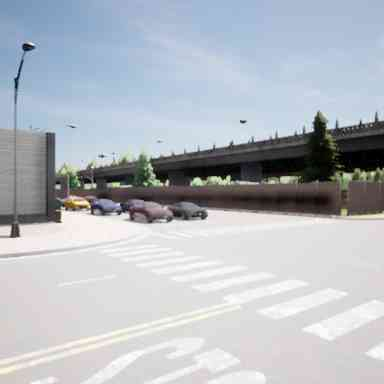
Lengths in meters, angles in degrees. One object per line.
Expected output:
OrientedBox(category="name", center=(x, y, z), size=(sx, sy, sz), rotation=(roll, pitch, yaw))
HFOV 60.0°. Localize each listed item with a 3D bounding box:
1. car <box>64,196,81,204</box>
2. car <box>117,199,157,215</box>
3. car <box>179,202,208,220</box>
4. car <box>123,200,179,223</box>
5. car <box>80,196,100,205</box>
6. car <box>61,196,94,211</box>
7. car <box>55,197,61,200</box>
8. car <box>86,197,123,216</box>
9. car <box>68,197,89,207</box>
OrientedBox(category="car", center=(-23.740, 1.481, 65.959), size=(1.812, 1.442, 4.674), rotation=(0, 0, -36))
OrientedBox(category="car", center=(-5.895, 1.502, 34.834), size=(2.033, 1.411, 5.357), rotation=(0, 0, -35))
OrientedBox(category="car", center=(-0.528, 1.518, 27.318), size=(1.994, 1.385, 4.181), rotation=(0, 0, -36))
OrientedBox(category="car", center=(-3.205, 1.478, 25.043), size=(1.812, 1.442, 4.674), rotation=(0, 0, -36))
OrientedBox(category="car", center=(-17.812, 1.435, 57.841), size=(1.882, 1.535, 5.008), rotation=(0, 0, -36))
OrientedBox(category="car", center=(-13.816, 1.430, 39.897), size=(1.882, 1.535, 5.008), rotation=(0, 0, -35))
OrientedBox(category="car", center=(-19.982, 1.500, 48.590), size=(2.033, 1.411, 5.357), rotation=(0, 0, -35))
OrientedBox(category="car", center=(-8.472, 1.478, 32.425), size=(1.812, 1.442, 4.674), rotation=(0, 0, -36))
OrientedBox(category="car", center=(-17.427, 1.480, 51.084), size=(1.812, 1.442, 4.674), rotation=(0, 0, -35))
